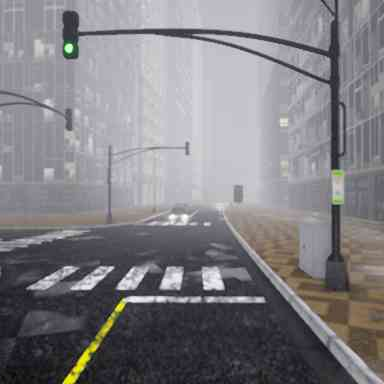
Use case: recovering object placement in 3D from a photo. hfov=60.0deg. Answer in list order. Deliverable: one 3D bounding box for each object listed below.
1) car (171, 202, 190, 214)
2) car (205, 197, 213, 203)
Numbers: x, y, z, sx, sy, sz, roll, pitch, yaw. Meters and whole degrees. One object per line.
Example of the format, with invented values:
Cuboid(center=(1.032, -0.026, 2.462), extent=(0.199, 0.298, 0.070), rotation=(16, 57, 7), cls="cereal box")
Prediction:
Cuboid(center=(-1.436, 1.976, 41.429), extent=(1.895, 1.301, 4.718), rotation=(0, 0, 5), cls="car")
Cuboid(center=(4.395, 2.098, 85.256), extent=(2.033, 1.411, 5.357), rotation=(0, 0, 9), cls="car")
